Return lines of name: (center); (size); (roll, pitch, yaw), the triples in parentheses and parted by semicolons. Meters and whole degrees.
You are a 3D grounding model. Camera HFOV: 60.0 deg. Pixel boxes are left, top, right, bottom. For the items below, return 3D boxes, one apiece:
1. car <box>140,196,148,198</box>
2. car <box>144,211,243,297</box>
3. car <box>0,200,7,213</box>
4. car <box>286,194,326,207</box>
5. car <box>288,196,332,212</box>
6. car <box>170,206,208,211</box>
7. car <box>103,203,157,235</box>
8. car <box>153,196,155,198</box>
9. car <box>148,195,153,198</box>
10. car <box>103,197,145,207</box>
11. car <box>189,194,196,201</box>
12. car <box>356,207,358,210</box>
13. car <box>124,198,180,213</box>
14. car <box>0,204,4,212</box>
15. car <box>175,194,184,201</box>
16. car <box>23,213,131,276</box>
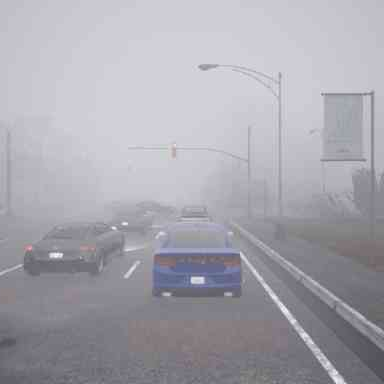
car: (-10.429, 1.564, 64.788); (1.994, 1.385, 4.181); (0, 0, 2)
car: (0.112, 1.478, 8.611); (1.882, 1.535, 5.008); (0, 0, 0)
car: (-23.138, 1.564, 36.759); (4.181, 1.385, 1.994); (0, 0, 3)
car: (14.784, 1.221, 41.791); (5.566, 2.045, 2.150); (0, 0, 2)
car: (14.071, 1.478, 38.306); (5.008, 1.535, 1.882); (0, 0, 3)
car: (0.127, 1.491, 18.110); (2.128, 1.511, 4.902); (0, 0, 0)
car: (-3.373, 1.564, 18.768); (1.994, 1.385, 4.181); (0, 0, 0)
car: (-10.374, 1.549, 84.418); (1.994, 1.385, 4.181); (0, 0, 0)
car: (-10.389, 1.524, 74.392); (1.812, 1.442, 4.674); (0, 0, 0)
car: (-7.426, 1.564, 35.848); (4.181, 1.385, 1.994); (0, 0, 3)
car: (0.127, 1.533, 85.577); (2.033, 1.411, 5.357); (0, 0, 0)
car: (19.441, 1.525, 34.287); (4.674, 1.442, 1.812); (0, 0, 3)
car: (-3.786, 1.525, 32.132); (4.674, 1.442, 1.812); (0, 0, 3)
car: (-21.787, 1.601, 33.175); (4.718, 1.301, 1.895); (0, 0, 3)
car: (-3.372, 1.349, 85.969); (2.097, 1.767, 4.553); (0, 0, 0)
car: (-3.395, 1.564, 10.385); (1.994, 1.385, 4.181); (0, 0, 1)
